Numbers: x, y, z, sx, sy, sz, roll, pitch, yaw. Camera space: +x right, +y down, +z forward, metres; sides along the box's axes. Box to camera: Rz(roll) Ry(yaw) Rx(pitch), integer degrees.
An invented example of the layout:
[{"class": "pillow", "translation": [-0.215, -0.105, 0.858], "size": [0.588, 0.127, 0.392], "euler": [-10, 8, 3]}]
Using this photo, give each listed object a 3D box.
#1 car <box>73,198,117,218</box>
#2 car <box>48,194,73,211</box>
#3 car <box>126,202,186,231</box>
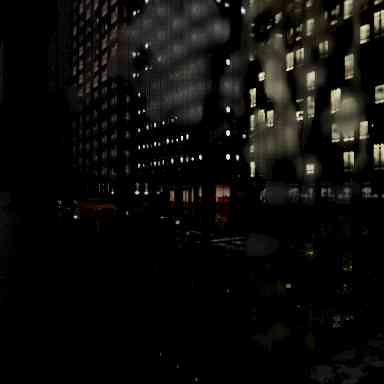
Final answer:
[{"class": "car", "translation": [-7.858, 1.252, 27.340], "size": [1.882, 1.535, 5.008], "euler": [0, 0, -37]}, {"class": "car", "translation": [-13.745, 1.044, 35.268], "size": [2.097, 1.767, 4.553], "euler": [0, 0, -37]}, {"class": "car", "translation": [-2.227, 1.342, 19.771], "size": [2.128, 1.511, 4.902], "euler": [0, 0, -37]}]
